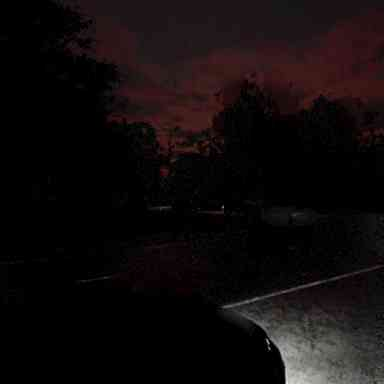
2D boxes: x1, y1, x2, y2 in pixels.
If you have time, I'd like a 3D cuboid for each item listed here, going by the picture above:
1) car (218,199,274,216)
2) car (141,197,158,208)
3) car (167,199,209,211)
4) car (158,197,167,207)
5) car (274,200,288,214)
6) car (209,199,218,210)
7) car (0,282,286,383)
[{"bbox_3d":[5.183,1.461,32.528,1.837,1.490,4.892,0,0,-38],"label":"car"},{"bbox_3d":[-7.570,1.503,48.642,2.033,1.411,5.357,0,0,-38],"label":"car"},{"bbox_3d":[-0.527,1.557,39.739,1.895,1.301,4.718,0,0,-38],"label":"car"},{"bbox_3d":[-5.149,1.512,51.230,1.994,1.385,4.181,0,0,-38],"label":"car"},{"bbox_3d":[7.992,1.474,34.621,1.812,1.442,4.674,0,0,-38],"label":"car"},{"bbox_3d":[2.338,1.549,41.760,1.895,1.301,4.718,0,0,-38],"label":"car"},{"bbox_3d":[-1.099,1.563,2.930,4.181,1.385,1.994,0,0,-35],"label":"car"}]
